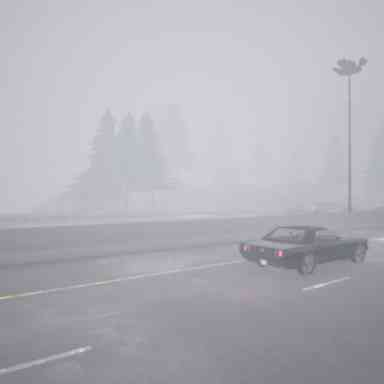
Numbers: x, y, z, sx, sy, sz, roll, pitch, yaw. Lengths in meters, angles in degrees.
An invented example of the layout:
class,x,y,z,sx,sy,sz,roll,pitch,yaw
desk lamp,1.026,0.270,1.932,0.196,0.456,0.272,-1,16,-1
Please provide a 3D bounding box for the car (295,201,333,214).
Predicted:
class,x,y,z,sx,sy,sz,roll,pitch,yaw
car,15.018,1.948,39.338,4.553,1.767,2.097,1,-1,-26

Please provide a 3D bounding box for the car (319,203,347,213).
class,x,y,z,sx,sy,sz,roll,pitch,yaw
car,16.508,2.213,36.167,4.718,1.301,1.895,1,-1,-26

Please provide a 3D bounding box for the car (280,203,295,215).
class,x,y,z,sx,sy,sz,roll,pitch,yaw
car,13.446,2.144,42.463,4.902,1.511,2.128,1,-1,-26

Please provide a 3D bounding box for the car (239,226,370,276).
class,x,y,z,sx,sy,sz,roll,pitch,yaw
car,3.864,1.764,10.952,4.718,1.301,1.895,1,-1,-36

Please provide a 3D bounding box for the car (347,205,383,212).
class,x,y,z,sx,sy,sz,roll,pitch,yaw
car,18.080,2.074,33.041,4.674,1.442,1.812,1,-1,-26
